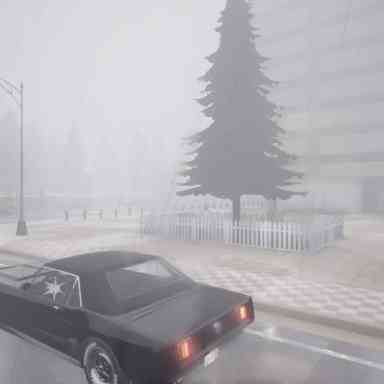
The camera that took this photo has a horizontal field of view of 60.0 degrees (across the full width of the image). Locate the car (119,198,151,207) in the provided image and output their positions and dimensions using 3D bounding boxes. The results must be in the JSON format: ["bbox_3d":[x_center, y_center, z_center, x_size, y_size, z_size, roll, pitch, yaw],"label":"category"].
[{"bbox_3d":[-8.538,1.547,50.412,2.033,1.411,5.357,0,0,36],"label":"car"}]

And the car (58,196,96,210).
[{"bbox_3d":[-14.550,1.352,42.086,2.097,1.767,4.553,0,0,36],"label":"car"}]

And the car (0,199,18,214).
[{"bbox_3d":[-20.448,1.478,33.912,1.882,1.535,5.008,0,0,36],"label":"car"}]

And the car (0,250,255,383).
[{"bbox_3d":[-1.571,1.601,5.130,4.718,1.301,1.895,0,0,36],"label":"car"}]
